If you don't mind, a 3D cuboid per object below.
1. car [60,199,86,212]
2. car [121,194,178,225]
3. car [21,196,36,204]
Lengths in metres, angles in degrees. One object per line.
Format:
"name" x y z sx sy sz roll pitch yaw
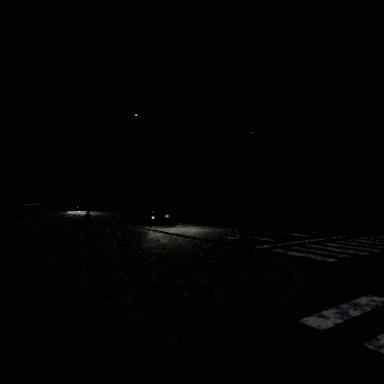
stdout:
"car" -13.888 1.529 38.797 1.994 1.385 4.181 1 0 -36
"car" -3.212 1.207 23.898 2.150 2.045 5.566 1 0 -36
"car" -30.518 1.521 62.018 2.033 1.411 5.357 1 0 -36
